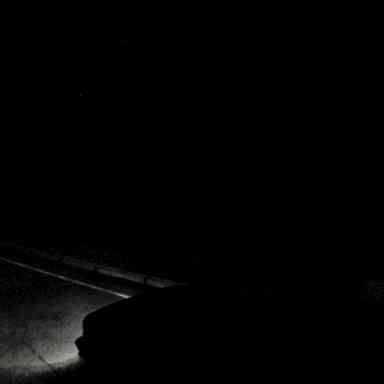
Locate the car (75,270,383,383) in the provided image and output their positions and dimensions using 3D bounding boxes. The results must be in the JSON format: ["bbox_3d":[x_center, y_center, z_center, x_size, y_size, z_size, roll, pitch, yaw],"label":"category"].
[{"bbox_3d":[1.172,1.555,3.226,5.357,1.411,2.033,0,0,36],"label":"car"}]
